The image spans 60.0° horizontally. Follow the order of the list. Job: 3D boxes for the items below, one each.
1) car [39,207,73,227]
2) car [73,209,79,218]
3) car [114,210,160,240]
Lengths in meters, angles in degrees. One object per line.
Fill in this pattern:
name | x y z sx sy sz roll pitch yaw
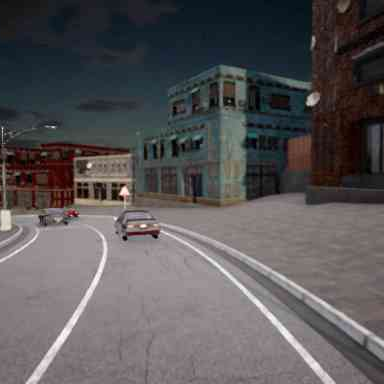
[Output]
car | -11.688 2.075 28.037 1.837 1.490 4.892 -2 -2 -31
car | -15.122 2.479 39.232 1.895 1.301 4.718 -3 0 -41
car | -3.091 1.693 18.090 2.033 1.411 5.357 -1 -1 -18
